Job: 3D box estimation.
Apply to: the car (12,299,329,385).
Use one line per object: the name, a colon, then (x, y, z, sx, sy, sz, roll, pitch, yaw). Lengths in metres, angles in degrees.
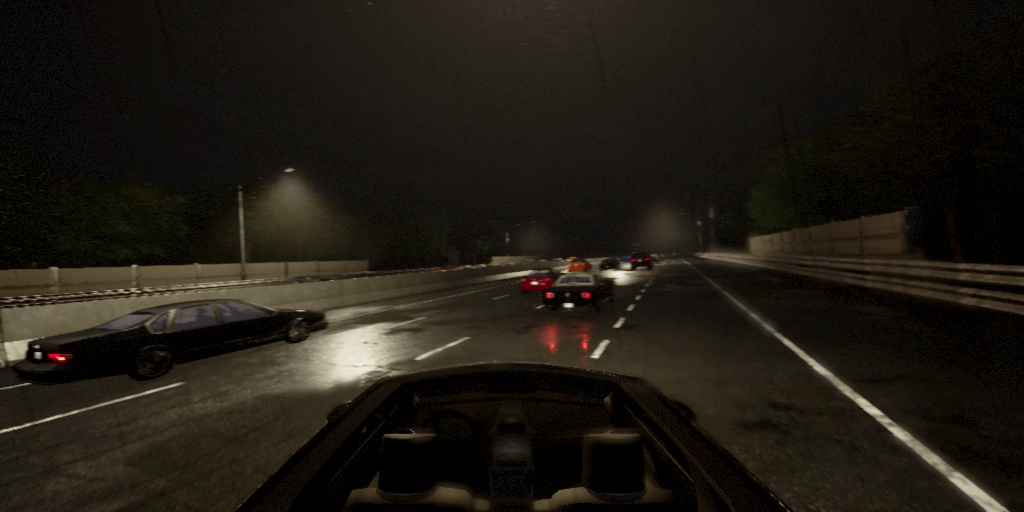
car: (-7.286, 1.756, 8.579, 2.033, 1.411, 5.357, -3, -1, 24)

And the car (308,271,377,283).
car: (-11.403, 1.943, 25.315, 2.097, 1.767, 4.553, -3, -1, 24)

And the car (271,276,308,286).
car: (-17.303, 2.425, 29.229, 1.882, 1.535, 5.008, -3, -1, 24)

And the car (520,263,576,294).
car: (2.024, 1.385, 20.833, 1.994, 1.385, 4.181, -3, -1, 24)

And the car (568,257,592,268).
car: (8.295, 1.070, 43.434, 2.097, 1.767, 4.553, -3, -1, 24)

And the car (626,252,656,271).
car: (14.704, 0.567, 40.661, 2.150, 2.045, 5.566, -3, -1, 24)

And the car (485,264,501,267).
car: (-2.518, 1.794, 44.933, 1.882, 1.535, 5.008, -3, -1, 24)

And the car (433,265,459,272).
car: (-8.776, 2.046, 48.067, 2.097, 1.767, 4.553, -3, -1, 24)

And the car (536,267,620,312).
car: (2.780, 1.315, 13.954, 1.895, 1.301, 4.718, -3, -1, 24)

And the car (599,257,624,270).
car: (11.517, 1.010, 42.058, 1.882, 1.535, 5.008, -3, -1, 24)
